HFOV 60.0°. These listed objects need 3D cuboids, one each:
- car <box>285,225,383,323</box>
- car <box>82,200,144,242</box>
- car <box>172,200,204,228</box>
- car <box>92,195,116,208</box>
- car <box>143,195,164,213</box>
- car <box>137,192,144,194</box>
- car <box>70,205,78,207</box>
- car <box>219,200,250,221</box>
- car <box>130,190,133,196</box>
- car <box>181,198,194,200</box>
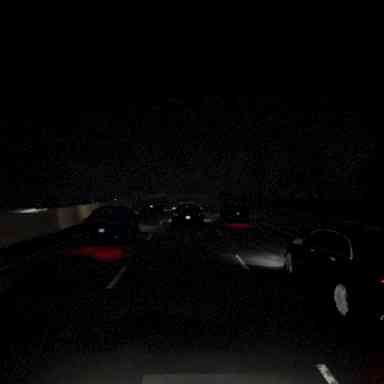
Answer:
[{"bbox_3d":[3.453,1.461,7.109,1.837,1.490,4.892,0,0,-1],"label":"car"},{"bbox_3d":[-3.679,1.379,15.858,1.882,1.535,5.008,0,0,-1],"label":"car"},{"bbox_3d":[-0.260,1.433,21.268,1.994,1.385,4.181,0,0,-1],"label":"car"},{"bbox_3d":[-11.372,1.209,43.329,1.882,1.535,5.008,0,0,-2],"label":"car"},{"bbox_3d":[-3.957,1.354,34.176,1.994,1.385,4.181,0,0,-1],"label":"car"},{"bbox_3d":[-12.981,0.729,86.027,1.882,1.535,5.008,0,0,-2],"label":"car"},{"bbox_3d":[-14.914,1.287,44.754,1.994,1.385,4.181,0,0,-2],"label":"car"},{"bbox_3d":[3.176,1.321,25.632,1.882,1.535,5.008,0,0,-1],"label":"car"},{"bbox_3d":[-16.463,0.313,85.479,2.150,2.045,5.566,0,0,-2],"label":"car"},{"bbox_3d":[-0.595,1.352,40.584,1.895,1.301,4.718,0,0,-2],"label":"car"}]
